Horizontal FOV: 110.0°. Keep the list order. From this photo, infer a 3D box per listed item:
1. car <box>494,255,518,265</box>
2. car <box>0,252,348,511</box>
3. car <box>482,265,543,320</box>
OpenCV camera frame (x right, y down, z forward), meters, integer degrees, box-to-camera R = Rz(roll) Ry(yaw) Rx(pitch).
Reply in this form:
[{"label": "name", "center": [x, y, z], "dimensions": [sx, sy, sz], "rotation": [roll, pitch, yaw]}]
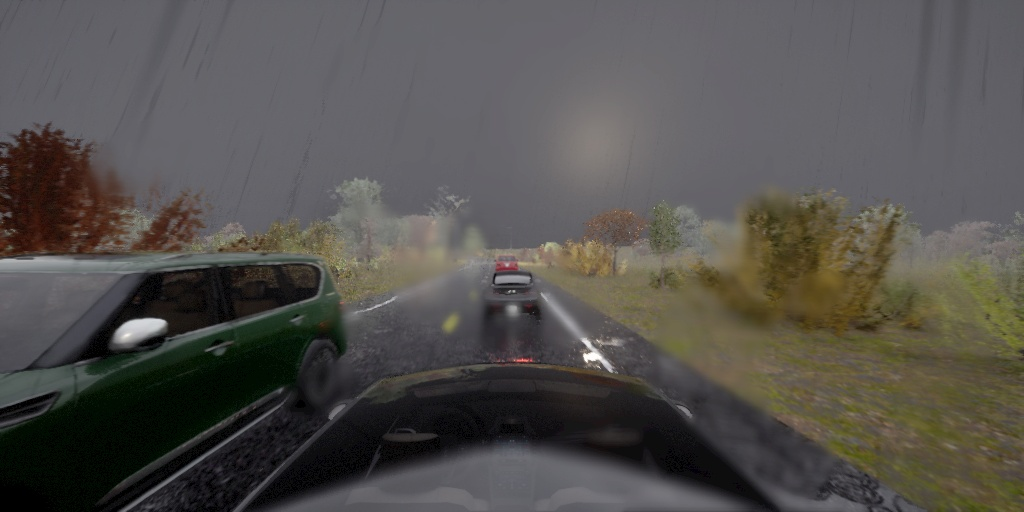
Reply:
[{"label": "car", "center": [-0.554, 0.926, 35.143], "dimensions": [2.150, 2.045, 5.566], "rotation": [0, 0, -2]}, {"label": "car", "center": [-3.523, 0.972, 3.150], "dimensions": [2.150, 2.045, 5.566], "rotation": [0, 0, 0]}, {"label": "car", "center": [0.013, 1.246, 12.465], "dimensions": [1.837, 1.490, 4.892], "rotation": [0, 0, -1]}]
